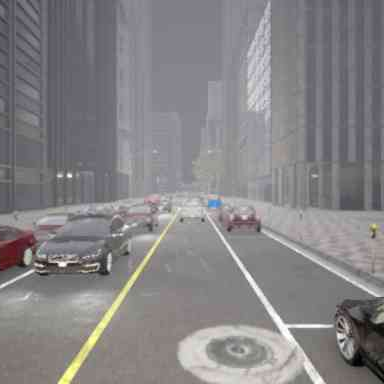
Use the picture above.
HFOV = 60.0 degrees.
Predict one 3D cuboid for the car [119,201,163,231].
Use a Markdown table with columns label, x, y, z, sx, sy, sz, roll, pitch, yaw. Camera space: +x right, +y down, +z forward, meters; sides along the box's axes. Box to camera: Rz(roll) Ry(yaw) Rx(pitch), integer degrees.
| label | x | y | z | sx | sy | sz | roll | pitch | yaw |
| --- | --- | --- | --- | --- | --- | --- | --- | --- | --- |
| car | -3.081 | 1.499 | 20.275 | 1.812 | 1.442 | 4.674 | 0 | 0 | 0 |

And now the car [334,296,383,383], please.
| label | x | y | z | sx | sy | sz | roll | pitch | yaw |
| --- | --- | --- | --- | --- | --- | --- | --- | --- | --- |
| car | 2.855 | 1.560 | 2.896 | 1.947 | 1.339 | 4.313 | 0 | 0 | 0 |

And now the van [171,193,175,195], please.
| label | x | y | z | sx | sy | sz | roll | pitch | yaw |
| --- | --- | --- | --- | --- | --- | --- | --- | --- | --- |
| van | -5.787 | 1.148 | 81.857 | 1.690 | 1.788 | 3.998 | 0 | 0 | 0 |

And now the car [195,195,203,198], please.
| label | x | y | z | sx | sy | sz | roll | pitch | yaw |
| --- | --- | --- | --- | --- | --- | --- | --- | --- | --- |
| car | 0.017 | 1.490 | 43.609 | 1.994 | 1.385 | 4.181 | 0 | 0 | 0 |

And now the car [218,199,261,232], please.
| label | x | y | z | sx | sy | sz | roll | pitch | yaw |
| --- | --- | --- | --- | --- | --- | --- | --- | --- | --- |
| car | 2.830 | 1.411 | 19.815 | 1.967 | 1.590 | 4.097 | 0 | 0 | 0 |

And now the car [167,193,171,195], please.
| label | x | y | z | sx | sy | sz | roll | pitch | yaw |
| --- | --- | --- | --- | --- | --- | --- | --- | --- | --- |
| car | -5.762 | 1.384 | 64.733 | 1.752 | 1.417 | 4.829 | 0 | 0 | 1 |

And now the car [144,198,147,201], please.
| label | x | y | z | sx | sy | sz | roll | pitch | yaw |
| --- | --- | --- | --- | --- | --- | --- | --- | --- | --- |
| car | -5.712 | 1.508 | 31.106 | 2.008 | 1.369 | 4.403 | 0 | 0 | 0 |

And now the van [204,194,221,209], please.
| label | x | y | z | sx | sy | sz | roll | pitch | yaw |
| --- | --- | --- | --- | --- | --- | --- | --- | --- | --- |
| van | 2.798 | 1.269 | 42.375 | 1.690 | 1.788 | 3.998 | 0 | 0 | 0 |

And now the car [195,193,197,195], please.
| label | x | y | z | sx | sy | sz | roll | pitch | yaw |
| --- | --- | --- | --- | --- | --- | --- | --- | --- | --- |
| car | 2.721 | 1.098 | 93.134 | 2.192 | 1.841 | 5.009 | 0 | 0 | 0 |

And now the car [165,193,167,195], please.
| label | x | y | z | sx | sy | sz | roll | pitch | yaw |
| --- | --- | --- | --- | --- | --- | --- | --- | --- | --- |
| car | -5.745 | 1.212 | 53.664 | 2.192 | 1.841 | 5.009 | 0 | 0 | 0 |

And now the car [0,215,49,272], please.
| label | x | y | z | sx | sy | sz | roll | pitch | yaw |
| --- | --- | --- | --- | --- | --- | --- | --- | --- | --- |
| car | -5.679 | 1.535 | 8.548 | 1.887 | 1.381 | 4.507 | 0 | 0 | 0 |

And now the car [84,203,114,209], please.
| label | x | y | z | sx | sy | sz | roll | pitch | yaw |
| --- | --- | --- | --- | --- | --- | --- | --- | --- | --- |
| car | -5.696 | 1.415 | 19.827 | 1.967 | 1.590 | 4.097 | 0 | 0 | 0 |

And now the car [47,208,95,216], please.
| label | x | y | z | sx | sy | sz | roll | pitch | yaw |
| --- | --- | --- | --- | --- | --- | --- | --- | --- | --- |
| car | -5.687 | 1.565 | 14.188 | 1.802 | 1.307 | 4.206 | 0 | 0 | 0 |

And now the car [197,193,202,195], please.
| label | x | y | z | sx | sy | sz | roll | pitch | yaw |
| --- | --- | --- | --- | --- | --- | --- | --- | --- | --- |
| car | 2.747 | 1.257 | 76.216 | 1.967 | 1.590 | 4.097 | 0 | 0 | 0 |

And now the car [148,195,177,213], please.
| label | x | y | z | sx | sy | sz | roll | pitch | yaw |
| --- | --- | --- | --- | --- | --- | --- | --- | --- | --- |
| car | -3.084 | 1.439 | 35.633 | 2.128 | 1.511 | 4.902 | 0 | 0 | 0 |

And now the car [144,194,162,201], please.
| label | x | y | z | sx | sy | sz | roll | pitch | yaw |
| --- | --- | --- | --- | --- | --- | --- | --- | --- | --- |
| car | -5.736 | 1.230 | 48.024 | 2.192 | 1.841 | 5.009 | 0 | 0 | 0 |

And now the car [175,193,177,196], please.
| label | x | y | z | sx | sy | sz | roll | pitch | yaw |
| --- | --- | --- | --- | --- | --- | --- | --- | --- | --- |
| car | -5.796 | 1.361 | 87.496 | 1.947 | 1.339 | 4.313 | 0 | 0 | 0 |

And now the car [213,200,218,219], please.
| label | x | y | z | sx | sy | sz | roll | pitch | yaw |
| --- | --- | --- | --- | --- | --- | --- | --- | --- | --- |
| car | 2.822 | 1.545 | 25.456 | 1.802 | 1.307 | 4.206 | 0 | 0 | 0 |

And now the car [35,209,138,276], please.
| label | x | y | z | sx | sy | sz | roll | pitch | yaw |
| --- | --- | --- | --- | --- | --- | --- | --- | --- | --- |
| car | -3.107 | 1.492 | 10.418 | 1.837 | 1.490 | 4.892 | 0 | 0 | 0 |

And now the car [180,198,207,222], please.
| label | x | y | z | sx | sy | sz | roll | pitch | yaw |
| --- | --- | --- | --- | --- | --- | --- | --- | --- | --- |
| car | 0.039 | 1.488 | 26.063 | 1.812 | 1.442 | 4.674 | 0 | 0 | 1 |

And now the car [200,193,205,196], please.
| label | x | y | z | sx | sy | sz | roll | pitch | yaw |
| --- | --- | --- | --- | --- | --- | --- | --- | --- | --- |
| car | 2.779 | 1.397 | 59.500 | 1.752 | 1.417 | 4.829 | 0 | 0 | 1 |
